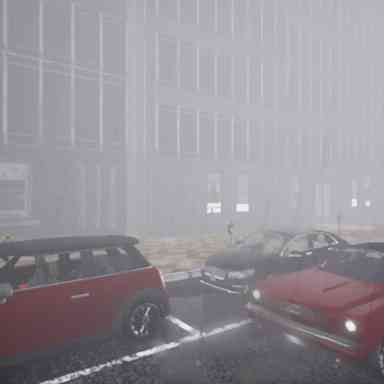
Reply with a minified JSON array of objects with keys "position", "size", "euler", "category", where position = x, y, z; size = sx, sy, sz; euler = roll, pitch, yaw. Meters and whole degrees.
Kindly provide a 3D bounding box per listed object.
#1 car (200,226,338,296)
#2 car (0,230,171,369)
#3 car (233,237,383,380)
[{"position":[2.207,1.561,8.144],"size":[4.403,1.369,2.008],"euler":[0,0,-36],"category":"car"},{"position":[-2.423,1.442,4.834],"size":[4.097,1.590,1.967],"euler":[0,0,-36],"category":"car"},{"position":[3.123,1.610,5.614],"size":[4.718,1.301,1.895],"euler":[0,0,-36],"category":"car"}]
